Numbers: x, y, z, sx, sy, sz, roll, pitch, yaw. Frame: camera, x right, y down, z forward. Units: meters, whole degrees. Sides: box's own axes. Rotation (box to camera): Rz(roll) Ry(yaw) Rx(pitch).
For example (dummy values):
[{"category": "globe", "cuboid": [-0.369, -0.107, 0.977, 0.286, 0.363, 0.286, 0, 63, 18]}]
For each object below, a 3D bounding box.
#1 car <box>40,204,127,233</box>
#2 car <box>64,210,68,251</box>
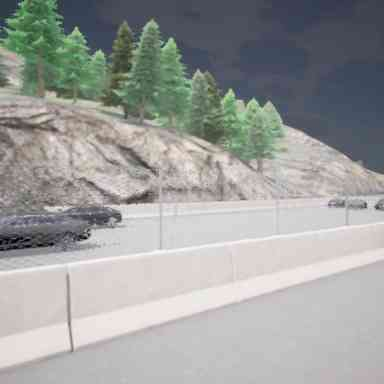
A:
[{"category": "car", "cuboid": [-6.754, 1.552, 20.962, 4.892, 1.490, 1.837, 0, 0, -38]}, {"category": "car", "cuboid": [-6.279, 1.523, 12.536, 4.902, 1.511, 2.128, 0, 0, -37]}]
